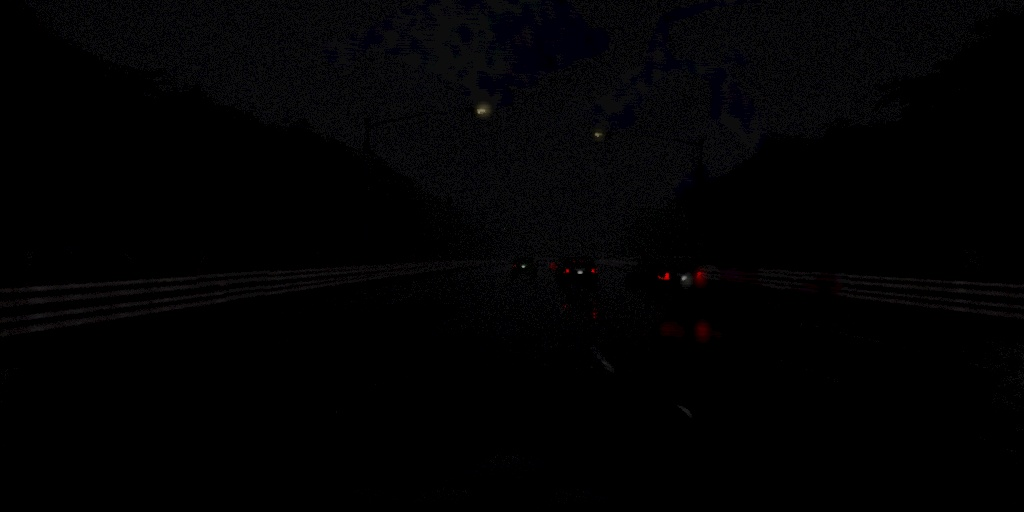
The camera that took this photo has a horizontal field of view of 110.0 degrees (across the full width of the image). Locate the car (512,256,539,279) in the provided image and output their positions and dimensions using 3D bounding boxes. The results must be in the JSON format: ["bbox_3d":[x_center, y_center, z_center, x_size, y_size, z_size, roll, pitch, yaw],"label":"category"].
[{"bbox_3d":[1.182,0.989,33.120,2.150,2.045,5.566,0,0,5],"label":"car"}]

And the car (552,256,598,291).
[{"bbox_3d":[3.971,1.001,22.658,2.150,2.045,5.566,0,0,3],"label":"car"}]

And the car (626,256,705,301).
[{"bbox_3d":[7.389,1.023,17.821,2.150,2.045,5.566,0,0,2],"label":"car"}]

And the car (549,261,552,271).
[{"bbox_3d":[6.258,1.152,49.541,2.097,1.767,4.553,0,0,7],"label":"car"}]
